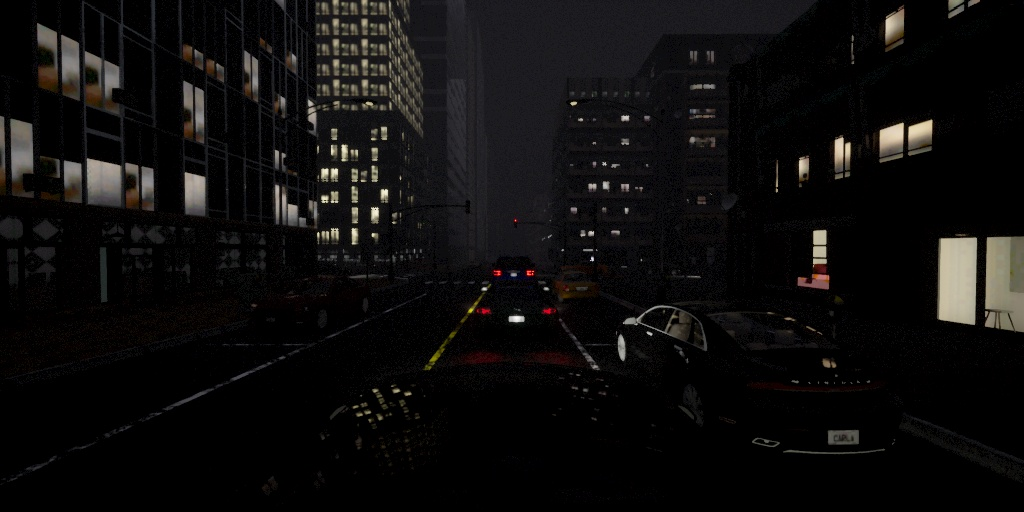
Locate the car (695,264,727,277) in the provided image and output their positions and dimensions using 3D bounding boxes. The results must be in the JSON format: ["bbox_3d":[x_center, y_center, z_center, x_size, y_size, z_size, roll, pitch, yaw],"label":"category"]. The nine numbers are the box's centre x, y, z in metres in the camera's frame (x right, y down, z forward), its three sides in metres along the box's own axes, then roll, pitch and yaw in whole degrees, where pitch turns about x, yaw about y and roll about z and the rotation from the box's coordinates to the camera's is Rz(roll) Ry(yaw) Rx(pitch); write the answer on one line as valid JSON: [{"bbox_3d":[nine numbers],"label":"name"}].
[{"bbox_3d":[21.284,1.471,36.987,4.181,1.385,1.994,0,1,1],"label":"car"}]

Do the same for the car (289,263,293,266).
[{"bbox_3d":[-21.618,1.090,37.568,5.357,1.411,2.033,1,1,1],"label":"car"}]

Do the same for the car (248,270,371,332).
[{"bbox_3d":[-5.826,1.292,10.918,1.888,1.381,4.507,0,0,0],"label":"car"}]

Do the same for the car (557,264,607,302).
[{"bbox_3d":[2.811,1.271,16.678,1.751,1.417,4.829,0,0,0],"label":"car"}]

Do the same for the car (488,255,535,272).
[{"bbox_3d":[0.085,0.967,19.451,2.150,2.045,5.566,0,0,0],"label":"car"}]

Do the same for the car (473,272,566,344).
[{"bbox_3d":[0.094,1.312,9.643,1.994,1.385,4.181,0,0,0],"label":"car"}]

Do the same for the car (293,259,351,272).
[{"bbox_3d":[-17.874,1.154,34.310,4.674,1.442,1.812,1,1,2],"label":"car"}]

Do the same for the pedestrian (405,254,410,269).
[{"bbox_3d":[-12.568,0.670,42.974,0.375,1.860,0.375,0,0,1],"label":"pedestrian"}]

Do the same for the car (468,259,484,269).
[{"bbox_3d":[-5.716,1.264,54.290,1.751,1.417,4.829,0,0,0],"label":"car"}]

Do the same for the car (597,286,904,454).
[{"bbox_3d":[2.816,1.299,5.220,2.007,1.370,4.403,0,0,0],"label":"car"}]

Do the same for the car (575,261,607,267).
[{"bbox_3d":[7.220,1.270,36.709,5.008,1.535,1.882,1,1,-7],"label":"car"}]

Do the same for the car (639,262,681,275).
[{"bbox_3d":[16.290,1.373,39.654,4.403,1.370,2.007,0,0,1],"label":"car"}]

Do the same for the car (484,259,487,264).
[{"bbox_3d":[-5.719,1.304,60.114,1.948,1.339,4.313,0,0,0],"label":"car"}]
